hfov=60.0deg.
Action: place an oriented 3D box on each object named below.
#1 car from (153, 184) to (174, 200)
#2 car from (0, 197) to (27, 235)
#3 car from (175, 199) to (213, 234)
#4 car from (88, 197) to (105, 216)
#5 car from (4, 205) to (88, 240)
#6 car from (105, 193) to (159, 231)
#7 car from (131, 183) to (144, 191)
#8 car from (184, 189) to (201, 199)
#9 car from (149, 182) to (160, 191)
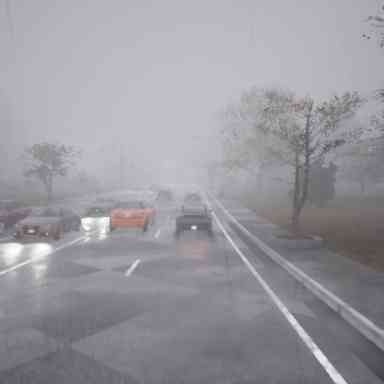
[{"bbox_3d":[-3.411,0.194,42.429,1.837,1.490,4.892,0,3,0],"label":"car"},{"bbox_3d":[-10.526,1.239,18.070,2.097,1.767,4.553,0,2,1],"label":"car"},{"bbox_3d":[0.098,1.390,18.372,1.837,1.490,4.892,0,2,0],"label":"car"},{"bbox_3d":[-7.030,1.084,26.637,1.994,1.385,4.181,0,3,1],"label":"car"},{"bbox_3d":[-7.041,1.488,16.613,1.994,1.385,4.181,0,1,1],"label":"car"},{"bbox_3d":[-3.401,1.191,19.746,2.097,1.767,4.553,0,2,0],"label":"car"},{"bbox_3d":[-10.516,-0.947,64.135,1.837,1.490,4.892,0,3,0],"label":"car"},{"bbox_3d":[0.084,0.360,39.663,1.812,1.442,4.674,0,3,0],"label":"car"},{"bbox_3d":[-7.023,-1.103,64.189,2.097,1.767,4.553,0,3,0],"label":"car"}]
